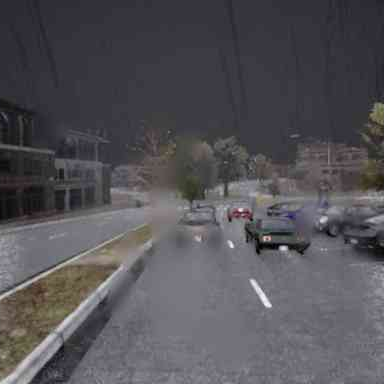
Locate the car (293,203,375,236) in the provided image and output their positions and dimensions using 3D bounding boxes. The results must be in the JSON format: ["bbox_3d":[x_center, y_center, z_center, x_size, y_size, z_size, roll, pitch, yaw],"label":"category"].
[{"bbox_3d":[8.492,1.495,18.795,4.553,1.767,2.185,1,0,-17],"label":"car"}]

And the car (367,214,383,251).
[{"bbox_3d":[8.139,1.546,9.933,4.892,1.521,2.231,1,-1,-18],"label":"car"}]

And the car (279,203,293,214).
[{"bbox_3d":[8.613,1.647,21.736,5.008,1.535,2.097,1,-1,-16],"label":"car"}]

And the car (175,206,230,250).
[{"bbox_3d":[0.341,1.577,14.771,2.128,1.511,4.902,0,0,2],"label":"car"}]

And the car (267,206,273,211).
[{"bbox_3d":[9.013,1.707,27.630,4.892,1.521,2.231,1,-1,-15],"label":"car"}]

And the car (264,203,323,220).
[{"bbox_3d":[9.293,1.769,30.583,4.792,1.488,2.163,1,-1,-15],"label":"car"}]

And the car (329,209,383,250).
[{"bbox_3d":[8.216,1.570,12.888,4.892,1.521,2.231,1,-1,-18],"label":"car"}]

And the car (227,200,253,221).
[{"bbox_3d":[4.246,1.575,29.729,2.097,1.767,4.553,0,-1,5],"label":"car"}]

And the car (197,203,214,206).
[{"bbox_3d":[1.277,1.702,30.234,2.128,1.511,4.902,0,0,5],"label":"car"}]

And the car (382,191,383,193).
[{"bbox_3d":[46.247,-0.265,78.345,2.002,1.452,4.674,-4,1,3],"label":"car"}]

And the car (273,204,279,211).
[{"bbox_3d":[8.808,1.717,24.679,4.674,1.452,2.002,1,0,-16],"label":"car"}]

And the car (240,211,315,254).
[{"bbox_3d":[3.303,1.688,13.845,1.895,1.301,4.718,0,0,2],"label":"car"}]
